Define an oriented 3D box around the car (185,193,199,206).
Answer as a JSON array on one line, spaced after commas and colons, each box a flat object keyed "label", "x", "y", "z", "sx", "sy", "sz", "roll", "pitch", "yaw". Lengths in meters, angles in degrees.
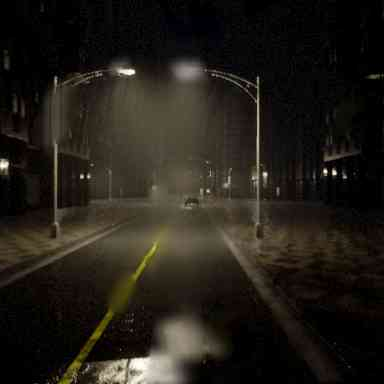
[{"label": "car", "x": -0.017, "y": 1.186, "z": 55.853, "sx": 2.150, "sy": 2.045, "sz": 5.566, "roll": 0, "pitch": 0, "yaw": 0}]
